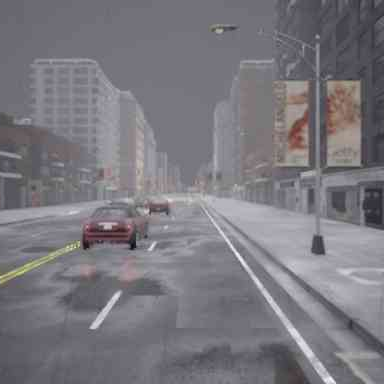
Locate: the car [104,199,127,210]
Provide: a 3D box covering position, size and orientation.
[{"bbox_3d":[-9.835,1.558,43.103,1.895,1.301,4.718,0,0,0],"label":"car"}]

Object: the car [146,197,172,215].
[{"bbox_3d":[-3.138,1.444,33.626,1.882,1.535,5.008,0,0,0],"label":"car"}]

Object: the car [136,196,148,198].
[{"bbox_3d":[-6.581,1.308,43.393,2.097,1.767,4.553,0,0,0],"label":"car"}]

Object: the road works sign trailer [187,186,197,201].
[{"bbox_3d":[0.003,0.390,80.689,2.380,3.560,2.880,0,0,0],"label":"road works sign trailer"}]

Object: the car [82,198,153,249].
[{"bbox_3d":[-3.151,1.336,14.572,2.097,1.767,4.553,0,0,0],"label":"car"}]
